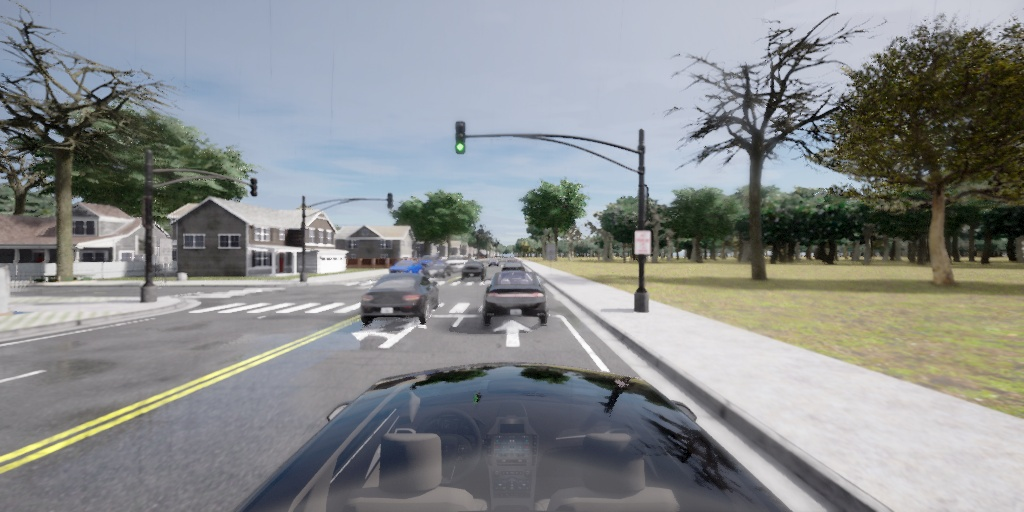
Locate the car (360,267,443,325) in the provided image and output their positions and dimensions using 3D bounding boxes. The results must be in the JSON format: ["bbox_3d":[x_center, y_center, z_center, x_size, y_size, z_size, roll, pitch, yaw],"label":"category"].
[{"bbox_3d":[-3.494,1.266,11.720,1.812,1.442,4.674,0,0,-5],"label":"car"}]

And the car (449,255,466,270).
[{"bbox_3d":[-6.588,0.916,42.871,2.150,2.045,5.566,0,0,0],"label":"car"}]

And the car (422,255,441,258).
[{"bbox_3d":[-9.833,0.915,43.095,2.150,2.045,5.566,0,0,0],"label":"car"}]

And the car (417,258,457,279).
[{"bbox_3d":[-6.596,1.204,32.205,2.128,1.511,4.902,0,0,0],"label":"car"}]

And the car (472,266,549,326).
[{"bbox_3d":[0.101,1.232,11.658,2.128,1.511,4.902,0,0,0],"label":"car"}]

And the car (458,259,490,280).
[{"bbox_3d":[-3.145,1.221,30.519,1.837,1.490,4.892,0,0,0],"label":"car"}]

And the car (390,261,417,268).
[{"bbox_3d":[-9.831,1.189,33.290,1.882,1.535,5.008,0,0,1],"label":"car"}]

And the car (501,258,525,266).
[{"bbox_3d":[0.103,1.193,30.602,1.882,1.535,5.008,0,0,0],"label":"car"}]

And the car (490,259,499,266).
[{"bbox_3d":[-3.243,1.259,63.011,1.895,1.301,4.718,0,0,0],"label":"car"}]
